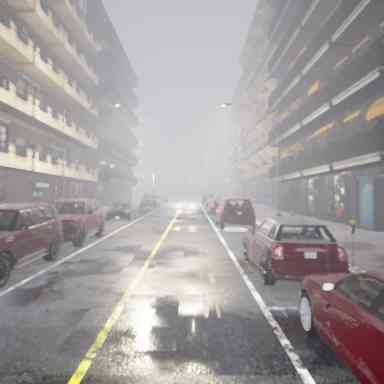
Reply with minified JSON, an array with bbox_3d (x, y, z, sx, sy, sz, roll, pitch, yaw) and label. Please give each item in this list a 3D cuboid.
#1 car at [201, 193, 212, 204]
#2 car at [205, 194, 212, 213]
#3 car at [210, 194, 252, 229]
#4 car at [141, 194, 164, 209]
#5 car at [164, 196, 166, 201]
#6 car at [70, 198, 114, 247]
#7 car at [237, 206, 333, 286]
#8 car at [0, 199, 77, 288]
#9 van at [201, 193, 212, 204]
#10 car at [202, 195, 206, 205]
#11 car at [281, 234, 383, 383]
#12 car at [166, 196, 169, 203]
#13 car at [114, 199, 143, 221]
[{"bbox_3d":[2.544,1.103,53.460,2.192,1.841,5.009,1,0,0],"label":"car"},{"bbox_3d":[2.546,1.295,31.335,1.967,1.590,4.097,1,0,0],"label":"car"},{"bbox_3d":[2.551,1.215,20.271,2.192,1.841,5.009,1,0,0],"label":"car"},{"bbox_3d":[-5.299,1.132,42.451,2.192,1.841,5.009,1,0,0],"label":"car"},{"bbox_3d":[-5.306,1.346,47.983,1.887,1.381,4.507,1,0,0],"label":"car"},{"bbox_3d":[-5.293,1.241,14.798,2.192,1.841,5.009,1,0,0],"label":"car"},{"bbox_3d":[2.592,1.393,9.210,1.967,1.590,4.097,1,0,0],"label":"car"},{"bbox_3d":[-5.293,1.268,9.268,2.192,1.841,5.009,1,0,0],"label":"car"},{"bbox_3d":[2.542,1.117,58.992,1.690,1.788,3.998,1,0,0],"label":"van"},{"bbox_3d":[2.541,1.399,42.398,1.802,1.307,4.206,1,0,0],"label":"car"},{"bbox_3d":[2.583,1.525,3.679,1.887,1.381,4.507,1,0,0],"label":"car"},{"bbox_3d":[-5.310,1.348,64.577,1.802,1.307,4.206,1,0,0],"label":"car"},{"bbox_3d":[-5.302,1.442,25.862,1.947,1.339,4.313,1,0,0],"label":"car"}]
